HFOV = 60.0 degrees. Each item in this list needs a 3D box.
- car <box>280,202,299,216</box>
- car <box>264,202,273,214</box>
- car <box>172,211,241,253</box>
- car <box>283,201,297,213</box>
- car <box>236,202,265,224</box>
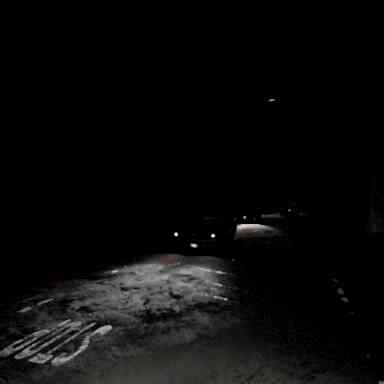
[{"bbox_3d":[10.960,1.974,37.309,1.994,1.385,4.181,0,-1,17],"label":"car"},{"bbox_3d":[9.261,2.014,42.212,1.882,1.535,5.008,0,-1,17],"label":"car"},{"bbox_3d":[0.708,1.704,14.513,1.895,1.301,4.718,0,0,17],"label":"car"},{"bbox_3d":[13.830,2.097,46.908,1.882,1.535,5.008,0,-1,17],"label":"car"},{"bbox_3d":[4.601,1.782,27.238,1.994,1.385,4.181,0,-1,17],"label":"car"}]
